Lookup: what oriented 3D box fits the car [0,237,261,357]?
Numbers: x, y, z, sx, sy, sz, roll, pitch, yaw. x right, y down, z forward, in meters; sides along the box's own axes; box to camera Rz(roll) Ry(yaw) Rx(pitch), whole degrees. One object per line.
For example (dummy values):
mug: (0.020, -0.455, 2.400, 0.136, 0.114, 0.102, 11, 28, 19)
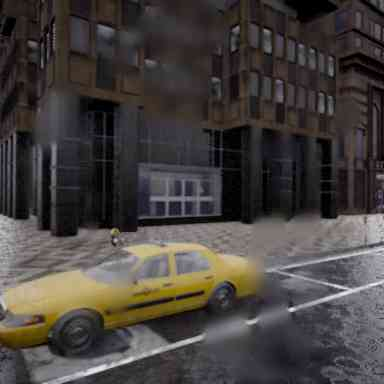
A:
car: (-0.855, 1.551, 6.041, 4.829, 1.417, 1.752, 1, 0, -36)
